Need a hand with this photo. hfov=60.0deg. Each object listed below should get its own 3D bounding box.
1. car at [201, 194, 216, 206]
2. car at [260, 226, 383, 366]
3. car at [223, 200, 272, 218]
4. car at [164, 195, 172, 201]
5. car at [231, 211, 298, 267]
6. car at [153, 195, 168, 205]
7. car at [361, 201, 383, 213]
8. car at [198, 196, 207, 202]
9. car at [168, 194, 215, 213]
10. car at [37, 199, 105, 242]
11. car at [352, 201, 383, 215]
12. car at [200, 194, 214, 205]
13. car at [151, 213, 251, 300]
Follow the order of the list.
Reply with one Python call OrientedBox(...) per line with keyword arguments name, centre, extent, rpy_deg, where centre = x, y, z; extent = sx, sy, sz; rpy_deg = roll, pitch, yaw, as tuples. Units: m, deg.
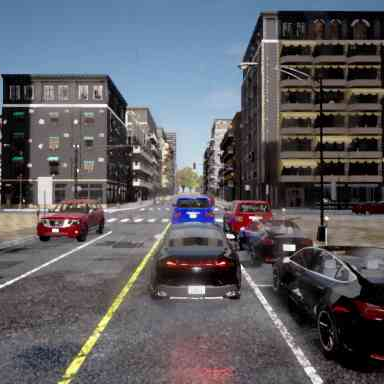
OrientedBox(name="car", centre=(2.660, 1.339, 54.745), extent=(2.192, 1.841, 5.009), rpy_deg=(1, 0, 0))
OrientedBox(name="car", centre=(2.687, 1.568, 5.795), extent=(1.947, 1.339, 4.313), rpy_deg=(1, 0, 0))
OrientedBox(name="car", centre=(2.729, 1.322, 16.670), extent=(2.192, 1.841, 5.009), rpy_deg=(1, 0, 0))
OrientedBox(name="car", centre=(-5.948, 1.564, 82.966), extent=(1.752, 1.417, 4.829), rpy_deg=(1, 0, 0))
OrientedBox(name="car", centre=(2.669, 1.570, 11.234), extent=(1.947, 1.339, 4.313), rpy_deg=(1, 0, 0))
OrientedBox(name="car", centre=(-5.996, 1.578, 60.352), extent=(2.008, 1.369, 4.403), rpy_deg=(1, 0, 0))
OrientedBox(name="car", centre=(22.669, 1.742, 39.488), extent=(4.313, 1.339, 1.947), rpy_deg=(0, -1, 0))
OrientedBox(name="car", centre=(2.450, 1.601, 77.529), extent=(1.947, 1.339, 4.313), rpy_deg=(1, 0, 0))
OrientedBox(name="car", centre=(0.042, 1.229, 18.304), extent=(2.150, 2.045, 5.566), rpy_deg=(0, 0, 0))
OrientedBox(name="car", centre=(-5.798, 1.322, 16.636), extent=(2.192, 1.841, 5.009), rpy_deg=(1, 0, 0))
OrientedBox(name="car", centre=(17.182, 1.580, 31.079), extent=(4.206, 1.307, 1.802), rpy_deg=(0, -1, 0))
OrientedBox(name="car", centre=(2.632, 1.342, 60.445), extent=(2.192, 1.841, 5.009), rpy_deg=(1, 0, 0))
OrientedBox(name="car", centre=(0.075, 1.508, 8.388), extent=(1.837, 1.490, 4.892), rpy_deg=(0, 0, 0))
